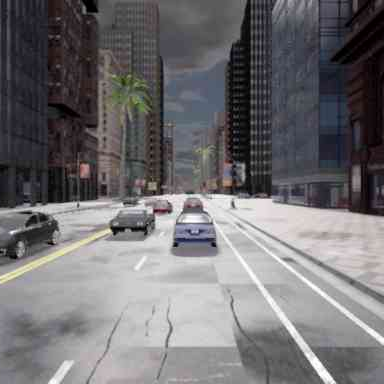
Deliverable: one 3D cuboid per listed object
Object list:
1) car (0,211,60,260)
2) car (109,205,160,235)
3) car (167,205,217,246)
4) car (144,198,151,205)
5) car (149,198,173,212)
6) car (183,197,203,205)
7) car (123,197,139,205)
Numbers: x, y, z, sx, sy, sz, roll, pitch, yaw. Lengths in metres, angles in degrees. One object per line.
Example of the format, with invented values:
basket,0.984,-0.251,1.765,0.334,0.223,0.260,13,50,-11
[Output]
car,-6.592,1.503,12.504,1.837,1.490,4.892,0,0,0
car,-3.138,1.599,18.592,1.895,1.301,4.718,0,0,0
car,0.111,1.546,15.178,2.033,1.411,5.357,0,0,0
car,-6.529,1.603,53.593,1.895,1.301,4.718,0,0,0
car,-3.125,1.563,36.070,1.994,1.385,4.181,0,0,0
car,0.124,1.351,35.238,2.097,1.767,4.553,0,0,0
car,-9.773,1.549,53.507,2.033,1.411,5.357,0,0,1
